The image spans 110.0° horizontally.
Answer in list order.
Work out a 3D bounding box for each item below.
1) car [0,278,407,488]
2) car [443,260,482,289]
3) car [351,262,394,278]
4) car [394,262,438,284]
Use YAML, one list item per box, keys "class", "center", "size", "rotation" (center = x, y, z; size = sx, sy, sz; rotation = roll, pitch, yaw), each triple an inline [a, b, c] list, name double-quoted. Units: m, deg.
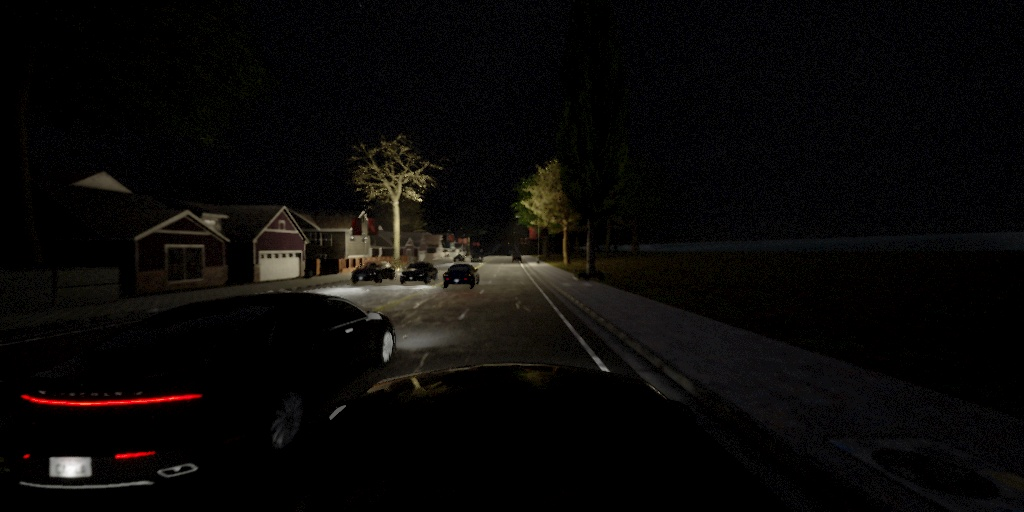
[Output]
- class: "car"
  center: [-3.148, 1.251, 4.980]
  size: [1.837, 1.490, 4.892]
  rotation: [0, 0, 0]
- class: "car"
  center: [-3.148, 1.208, 22.631]
  size: [1.812, 1.442, 4.674]
  rotation: [0, 0, 0]
- class: "car"
  center: [-9.846, 1.161, 25.822]
  size: [2.128, 1.511, 4.902]
  rotation: [0, 0, 0]
- class: "car"
  center: [-6.595, 1.175, 25.816]
  size: [1.837, 1.490, 4.892]
  rotation: [0, 0, 0]
